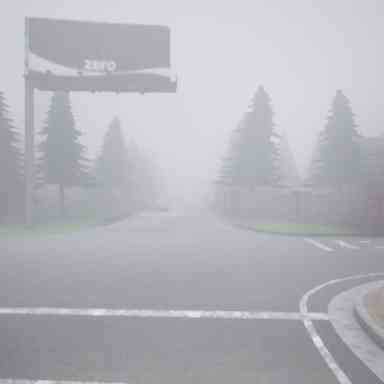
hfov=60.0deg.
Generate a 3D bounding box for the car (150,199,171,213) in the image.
[{"bbox_3d":[-3.417,1.518,36.851,1.812,1.442,4.674,0,0,0],"label":"car"}]
